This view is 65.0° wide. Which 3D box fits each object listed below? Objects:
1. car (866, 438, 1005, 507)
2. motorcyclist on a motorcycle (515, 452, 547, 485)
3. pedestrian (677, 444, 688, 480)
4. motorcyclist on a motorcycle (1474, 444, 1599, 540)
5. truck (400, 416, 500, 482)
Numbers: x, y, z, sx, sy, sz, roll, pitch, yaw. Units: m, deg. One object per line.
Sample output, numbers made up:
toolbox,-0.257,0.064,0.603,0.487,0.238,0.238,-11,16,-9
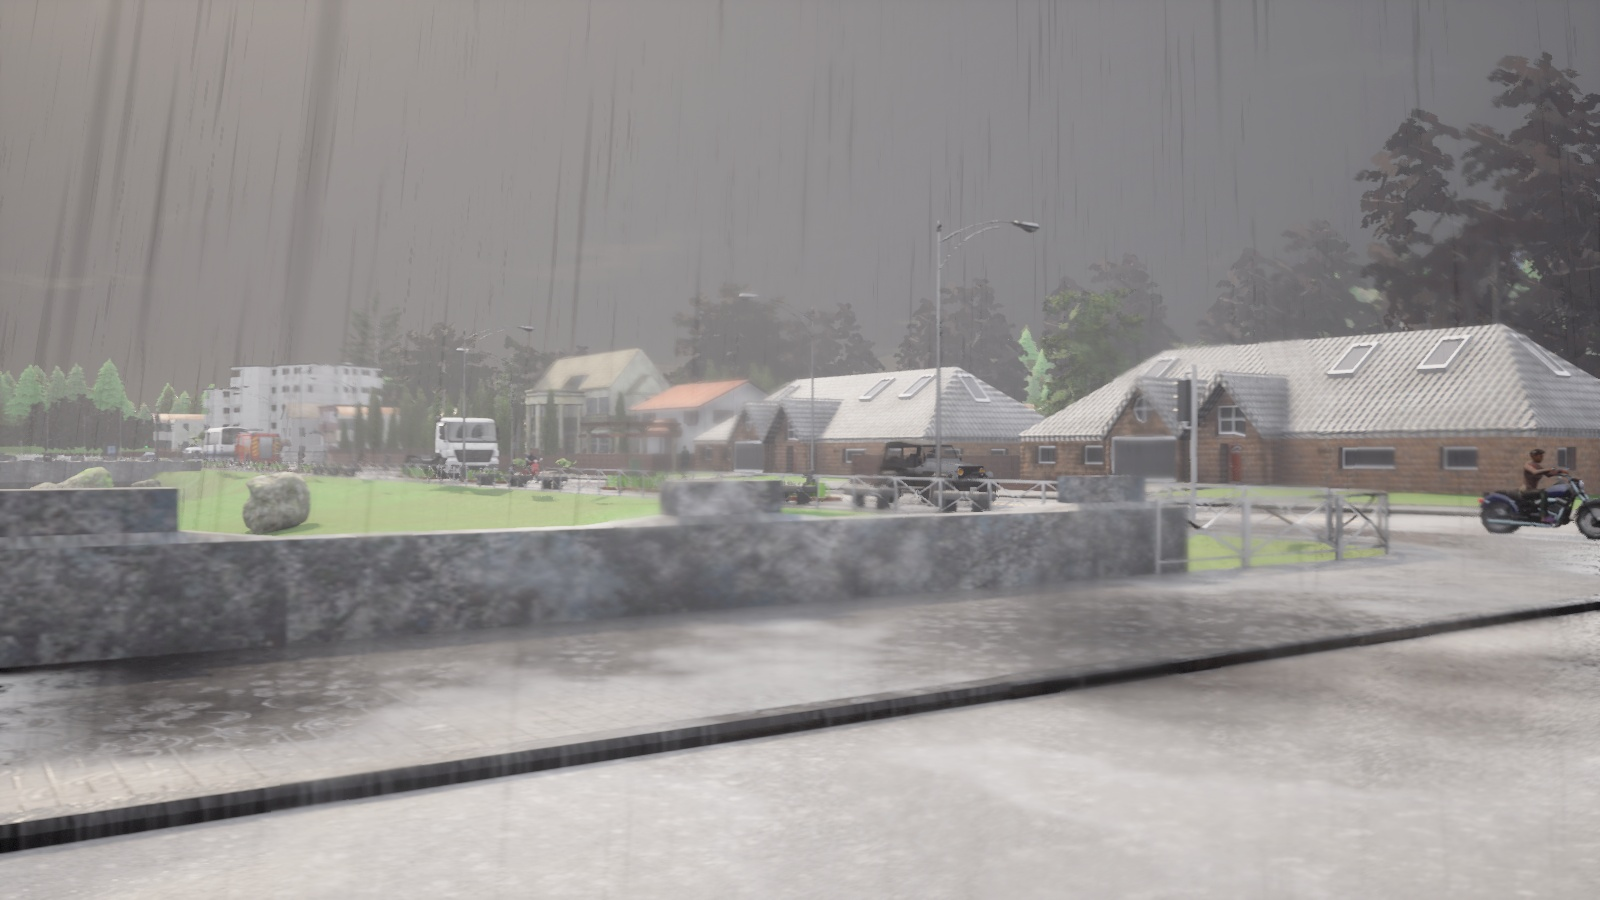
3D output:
car,3.839,0.621,36.215,1.905,1.878,3.866,0,0,-35
motorcyclist on a motorcycle,-12.900,0.873,60.263,0.866,1.590,1.817,0,0,-35
pedestrian,-6.121,0.629,65.615,0.353,1.847,0.614,0,0,-28
motorcyclist on a motorcycle,13.458,0.722,22.467,0.766,1.649,2.350,0,0,-36
truck,-19.550,-0.025,69.815,2.891,3.462,7.936,0,0,-35
